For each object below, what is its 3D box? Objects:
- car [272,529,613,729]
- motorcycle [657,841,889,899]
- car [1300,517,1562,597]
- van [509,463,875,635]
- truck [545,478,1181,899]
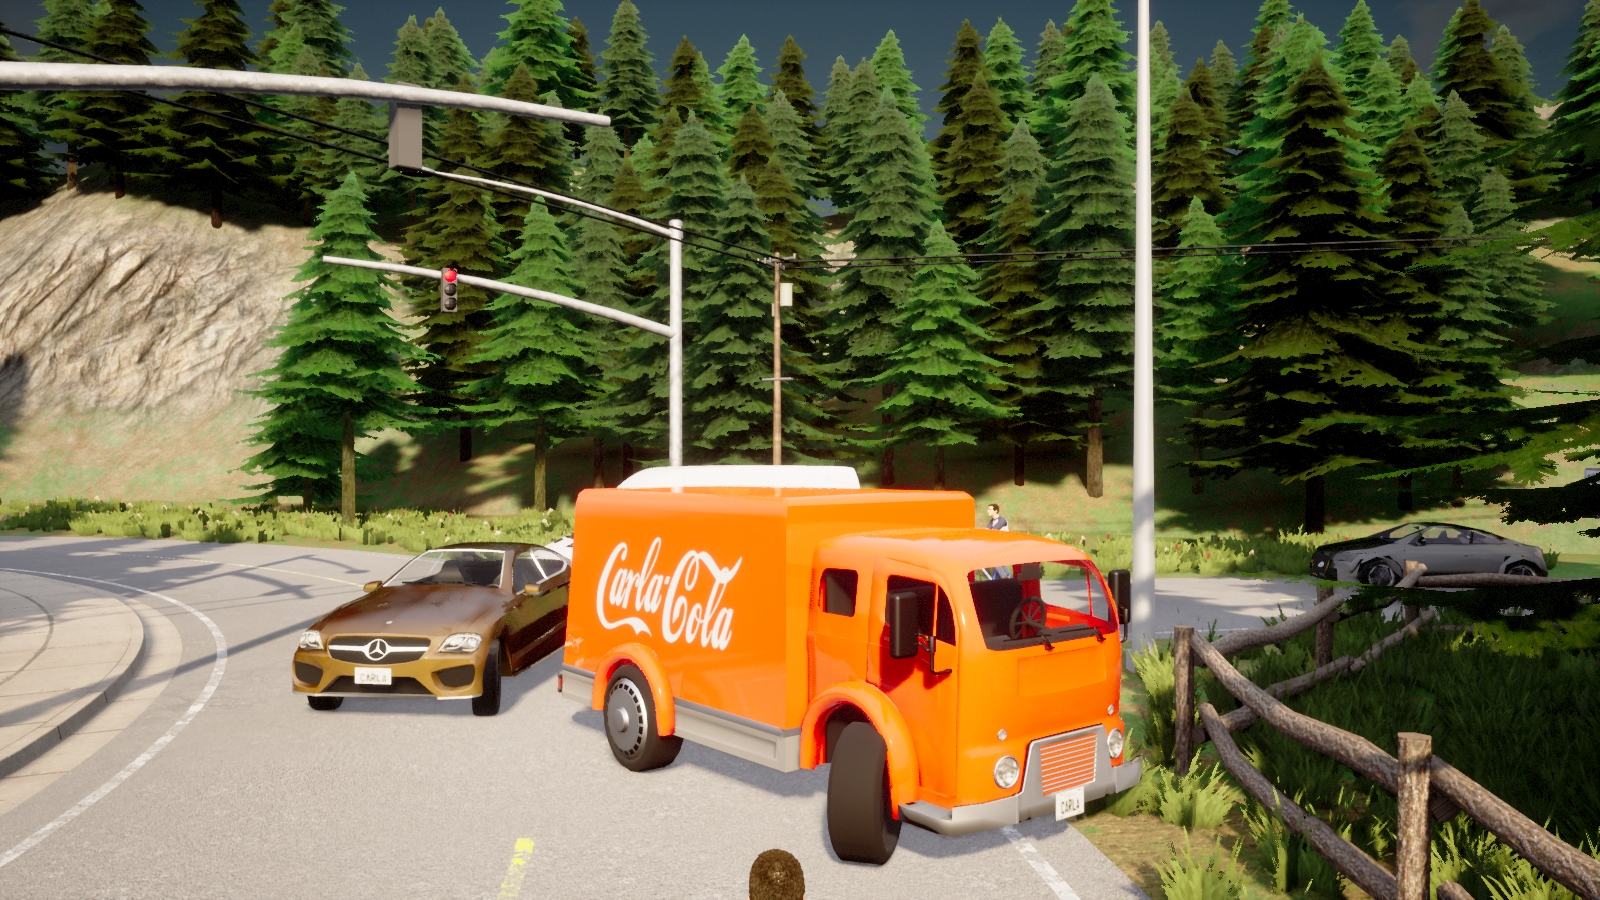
[{"bbox_3d":[-4.038,1.970,14.038,2.152,1.651,5.027,0,0,6],"label":"car"},{"bbox_3d":[-0.074,2.159,3.526,0.803,1.199,2.033,0,0,-2],"label":"motorcycle"},{"bbox_3d":[12.589,2.119,23.051,4.181,1.385,1.994,0,0,6],"label":"car"},{"bbox_3d":[-1.776,1.528,19.549,5.915,2.561,1.988,0,0,-27],"label":"van"},{"bbox_3d":[0.202,1.542,9.769,2.627,2.467,5.204,0,0,-39],"label":"truck"}]
